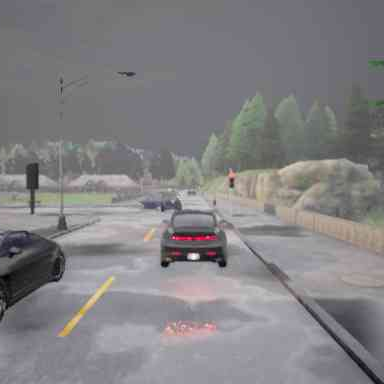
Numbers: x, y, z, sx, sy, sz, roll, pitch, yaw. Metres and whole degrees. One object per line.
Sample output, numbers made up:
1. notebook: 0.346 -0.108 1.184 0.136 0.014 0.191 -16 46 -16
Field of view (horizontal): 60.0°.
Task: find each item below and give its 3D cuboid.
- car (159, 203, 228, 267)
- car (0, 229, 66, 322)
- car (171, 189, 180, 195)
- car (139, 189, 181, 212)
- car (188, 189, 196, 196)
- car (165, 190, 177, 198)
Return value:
1. car: 0.061 1.323 10.689 1.837 1.490 4.892 0 1 0
2. car: -4.086 1.453 6.474 1.994 1.385 4.181 0 1 0
3. car: -4.000 0.058 81.108 1.812 1.442 4.674 0 1 0
4. car: -2.996 0.844 30.241 2.097 1.767 4.553 -1 2 -39
5. car: 0.000 0.097 73.294 1.882 1.535 5.008 0 1 0
6. car: -4.022 0.411 64.758 2.128 1.511 4.902 0 1 1
